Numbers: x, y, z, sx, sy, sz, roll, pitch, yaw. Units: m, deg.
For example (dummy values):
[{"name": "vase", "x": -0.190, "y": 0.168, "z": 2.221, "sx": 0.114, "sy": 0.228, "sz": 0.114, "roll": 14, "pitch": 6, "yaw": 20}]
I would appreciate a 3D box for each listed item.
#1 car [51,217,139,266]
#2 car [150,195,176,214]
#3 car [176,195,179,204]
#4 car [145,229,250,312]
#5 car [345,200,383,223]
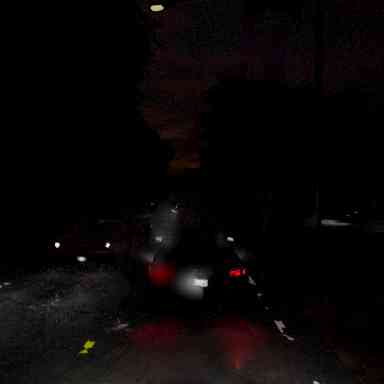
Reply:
[{"name": "car", "x": -3.137, "y": 1.590, "z": 11.653, "sx": 1.895, "sy": 1.301, "sz": 4.718, "roll": 0, "pitch": 0, "yaw": 0}, {"name": "car", "x": -3.149, "y": 1.272, "z": 34.787, "sx": 2.097, "sy": 1.767, "sz": 4.553, "roll": 1, "pitch": 0, "yaw": 0}, {"name": "car", "x": -3.189, "y": 1.484, "z": 46.365, "sx": 1.895, "sy": 1.301, "sz": 4.718, "roll": 0, "pitch": 0, "yaw": 0}, {"name": "car", "x": 0.083, "y": 1.557, "z": 7.812, "sx": 1.994, "sy": 1.385, "sz": 4.181, "roll": 0, "pitch": 0, "yaw": -1}, {"name": "car", "x": 12.957, "y": 1.316, "z": 22.684, "sx": 4.674, "sy": 1.442, "sz": 1.812, "roll": -1, "pitch": 1, "yaw": 2}]
